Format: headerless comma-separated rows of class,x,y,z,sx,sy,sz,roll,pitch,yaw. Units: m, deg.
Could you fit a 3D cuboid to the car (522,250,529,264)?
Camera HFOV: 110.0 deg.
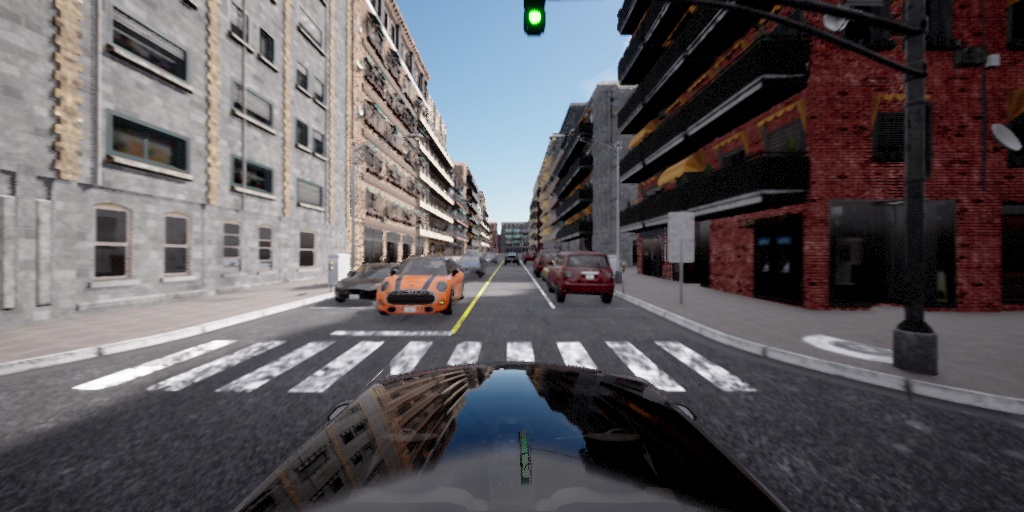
car,2.554,0.087,47.655,2.192,1.841,5.009,0,0,0

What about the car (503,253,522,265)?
car,-0.008,0.344,43.452,1.837,1.490,4.892,0,1,0

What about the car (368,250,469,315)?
car,-2.795,0.805,11.869,2.097,1.767,4.553,0,1,-1

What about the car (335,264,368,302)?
car,-5.317,0.960,14.259,1.948,1.339,4.313,0,0,0

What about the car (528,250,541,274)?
car,2.561,0.500,25.427,2.192,1.841,5.009,0,0,0

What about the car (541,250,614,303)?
car,2.564,0.730,14.306,2.192,1.841,5.009,0,0,0

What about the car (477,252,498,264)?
car,-2.784,0.284,45.699,2.128,1.511,4.902,0,1,0

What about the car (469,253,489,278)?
car,-2.856,0.704,25.040,1.812,1.442,4.674,0,1,0

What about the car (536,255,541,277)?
car,2.563,0.825,20.035,1.751,1.417,4.829,0,0,0

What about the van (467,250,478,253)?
van,-5.326,0.091,47.618,1.690,1.789,3.998,0,0,0
